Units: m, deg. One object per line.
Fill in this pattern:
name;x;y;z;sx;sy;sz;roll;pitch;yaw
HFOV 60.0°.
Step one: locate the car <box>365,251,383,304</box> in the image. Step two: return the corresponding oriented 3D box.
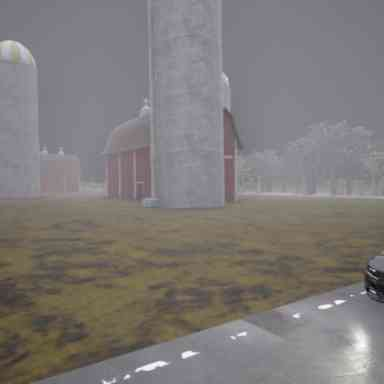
car;5.633;1.463;7.090;5.008;1.535;1.882;0;0;-35
